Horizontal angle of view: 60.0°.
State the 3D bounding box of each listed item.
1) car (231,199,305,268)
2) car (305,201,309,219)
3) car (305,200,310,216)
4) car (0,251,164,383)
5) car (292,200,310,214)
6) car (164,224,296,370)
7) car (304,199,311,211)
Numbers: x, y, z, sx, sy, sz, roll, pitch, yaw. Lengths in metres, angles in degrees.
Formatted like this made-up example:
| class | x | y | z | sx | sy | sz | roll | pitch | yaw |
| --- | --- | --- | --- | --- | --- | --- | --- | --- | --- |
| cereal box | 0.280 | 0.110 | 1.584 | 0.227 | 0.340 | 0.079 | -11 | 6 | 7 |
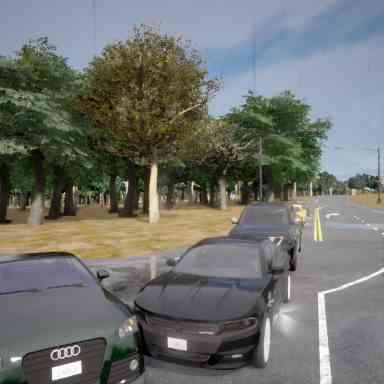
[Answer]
| class | x | y | z | sx | sy | sz | roll | pitch | yaw |
| --- | --- | --- | --- | --- | --- | --- | --- | --- | --- |
| car | 2.845 | 1.458 | 12.419 | 2.150 | 2.045 | 5.566 | -2 | 0 | 20 |
| car | 7.209 | 1.662 | 24.081 | 1.882 | 1.535 | 5.008 | -1 | 0 | 20 |
| car | 9.263 | 1.722 | 29.588 | 1.812 | 1.442 | 4.674 | -1 | 0 | 20 |
| car | -2.315 | 1.643 | 4.976 | 1.994 | 1.385 | 4.181 | 1 | -2 | -33 |
| car | 13.275 | 1.744 | 40.177 | 1.812 | 1.442 | 4.674 | -1 | 0 | 21 |
| car | 0.730 | 1.613 | 6.276 | 1.882 | 1.535 | 5.008 | -1 | -2 | 21 |
| car | 11.285 | 1.560 | 34.965 | 2.097 | 1.767 | 4.553 | -1 | 0 | 21 |
